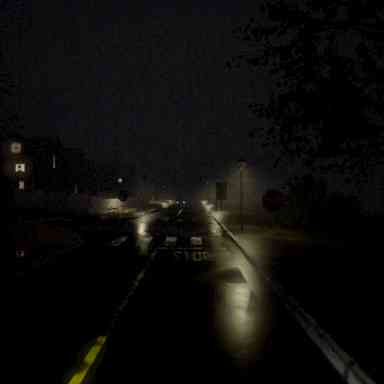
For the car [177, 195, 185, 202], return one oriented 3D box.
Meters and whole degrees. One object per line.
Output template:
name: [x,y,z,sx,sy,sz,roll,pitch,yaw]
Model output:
car: [-2.750,1.562,82.005,1.882,1.535,5.008,0,0,0]
